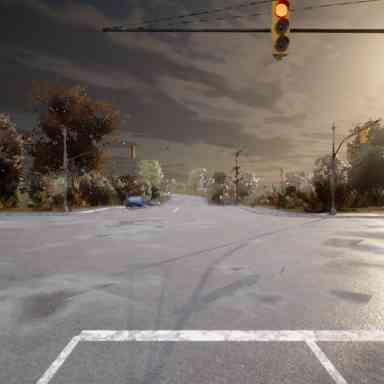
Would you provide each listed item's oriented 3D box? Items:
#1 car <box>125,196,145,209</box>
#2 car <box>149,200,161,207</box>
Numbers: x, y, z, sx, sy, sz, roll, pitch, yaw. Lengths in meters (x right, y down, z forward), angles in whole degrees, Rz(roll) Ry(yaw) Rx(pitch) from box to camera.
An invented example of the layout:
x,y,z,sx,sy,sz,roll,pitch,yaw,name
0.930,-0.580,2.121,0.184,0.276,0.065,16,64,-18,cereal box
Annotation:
x,y,z,sx,sy,sz,roll,pitch,yaw,name
-7.000,1.271,41.408,1.882,1.535,5.008,0,-1,0,car
-7.000,2.181,63.784,1.895,1.301,4.718,0,-2,0,car
